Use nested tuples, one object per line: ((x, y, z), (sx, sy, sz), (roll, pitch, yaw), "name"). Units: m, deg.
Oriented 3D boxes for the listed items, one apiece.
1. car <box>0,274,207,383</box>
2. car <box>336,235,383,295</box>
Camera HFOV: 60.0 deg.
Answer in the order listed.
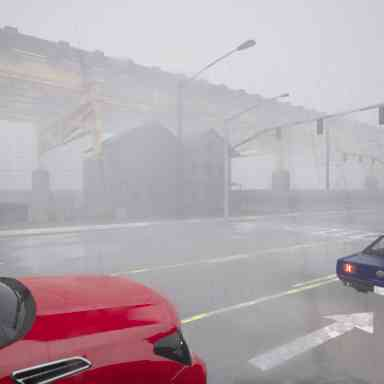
((-2.526, 1.221, 1.943), (5.566, 2.045, 2.150), (0, 0, -36), "car")
((5.427, 1.601, 7.616), (4.718, 1.301, 1.895), (0, 0, -35), "car")
